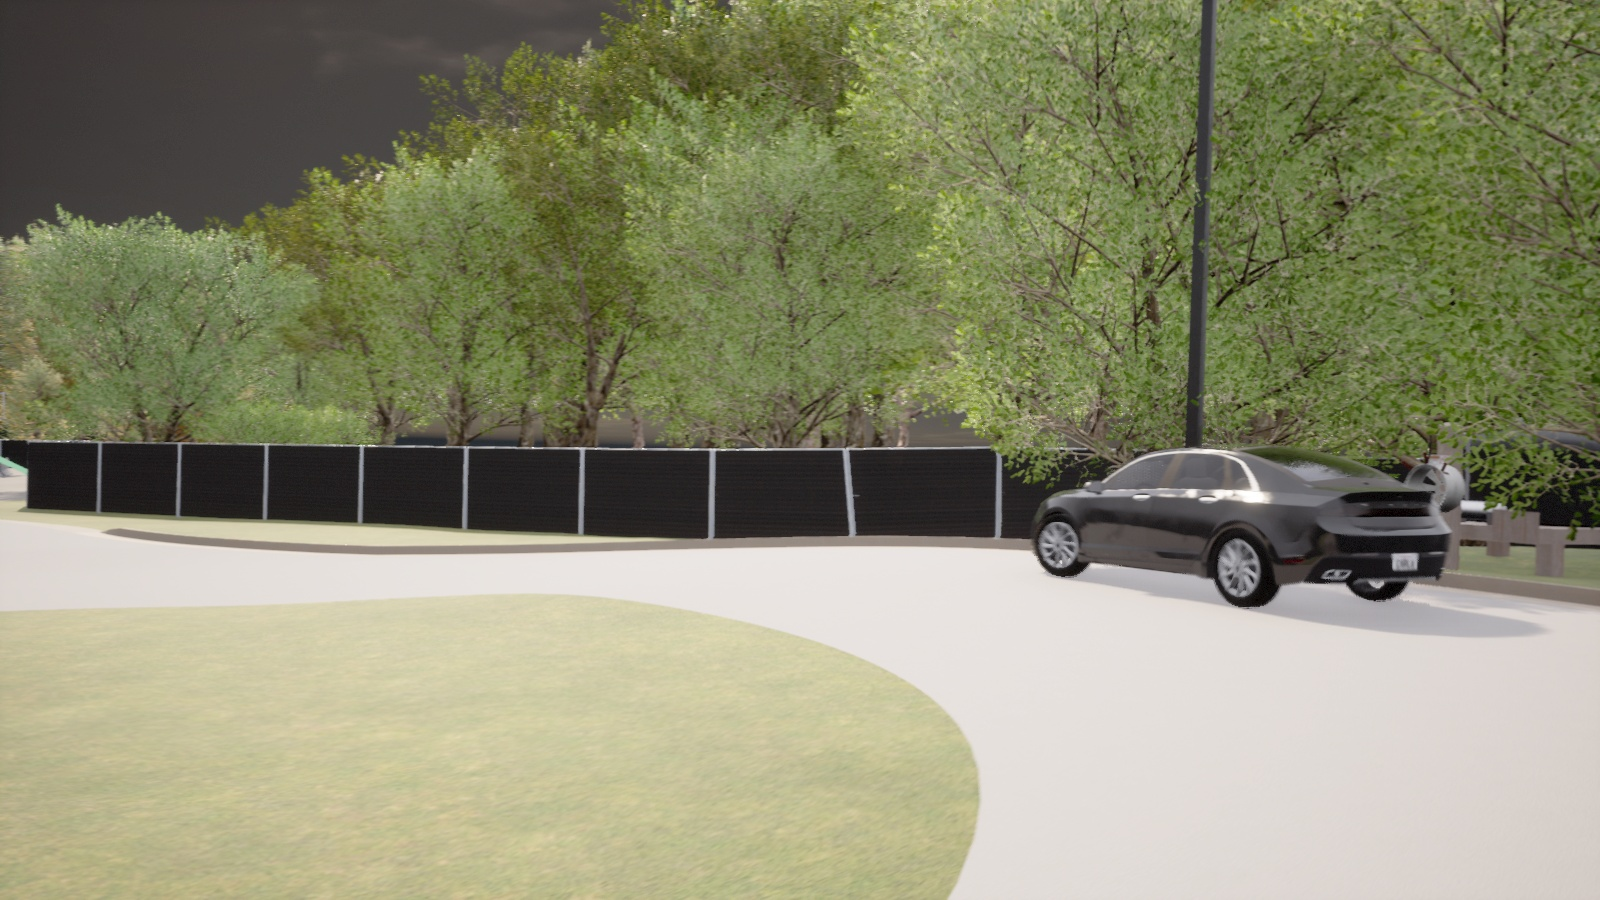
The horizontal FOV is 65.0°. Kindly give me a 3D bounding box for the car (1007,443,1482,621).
[{"bbox_3d":[4.299,0.693,13.143,1.837,1.490,4.892,1,0,-23],"label":"car"}]
